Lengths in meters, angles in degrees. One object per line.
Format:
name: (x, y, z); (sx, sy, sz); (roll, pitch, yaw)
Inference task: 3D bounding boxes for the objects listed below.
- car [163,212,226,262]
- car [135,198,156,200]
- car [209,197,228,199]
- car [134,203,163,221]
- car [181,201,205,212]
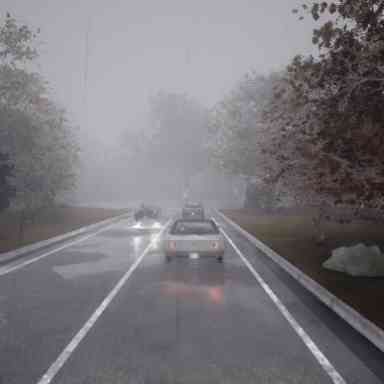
car: (0.078, 1.607, 12.101); (1.895, 1.301, 4.718); (0, 0, 0)
car: (-10.042, 1.546, 74.416); (5.357, 1.411, 2.033); (0, 0, -35)
car: (6.148, 1.450, 75.013); (4.902, 1.511, 2.128); (0, 0, 26)
car: (-3.590, 1.615, 27.830); (1.895, 1.301, 4.718); (0, 0, 0)
car: (0.078, 1.506, 28.682); (2.128, 1.511, 4.902); (0, 0, 0)
